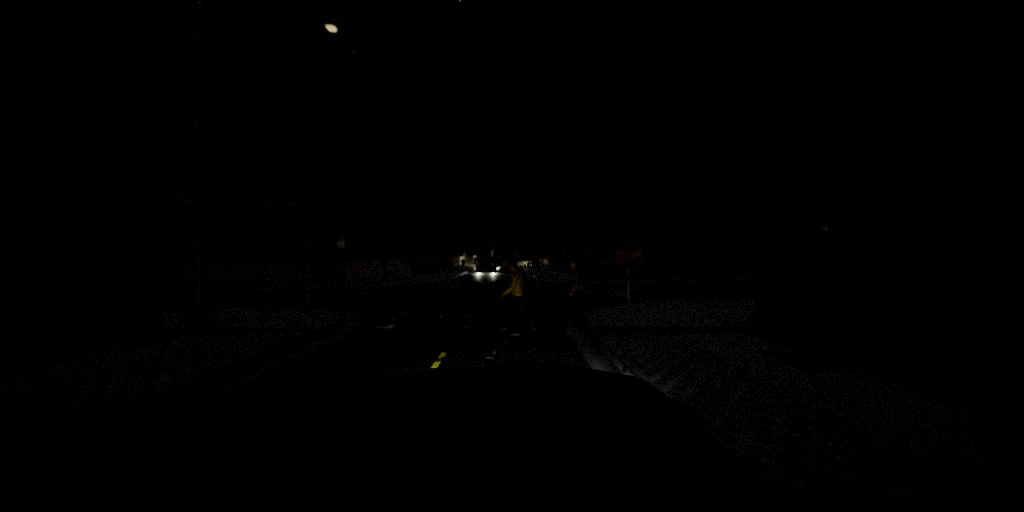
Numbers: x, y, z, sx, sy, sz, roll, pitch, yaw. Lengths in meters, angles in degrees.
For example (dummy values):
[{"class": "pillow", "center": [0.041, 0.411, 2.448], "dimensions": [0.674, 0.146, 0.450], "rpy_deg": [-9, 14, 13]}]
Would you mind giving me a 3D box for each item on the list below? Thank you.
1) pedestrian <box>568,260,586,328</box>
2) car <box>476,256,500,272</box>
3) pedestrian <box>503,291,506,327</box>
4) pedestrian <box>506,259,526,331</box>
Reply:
[{"class": "pedestrian", "center": [1.707, 0.985, 9.612], "dimensions": [0.375, 1.860, 0.375], "rpy_deg": [0, 1, 0]}, {"class": "car", "center": [-2.791, 0.819, 39.615], "dimensions": [2.097, 1.767, 4.553], "rpy_deg": [0, 0, 0]}, {"class": "pedestrian", "center": [0.005, 0.981, 10.216], "dimensions": [0.375, 1.860, 0.375], "rpy_deg": [0, 1, 0]}, {"class": "pedestrian", "center": [0.104, 0.990, 9.017], "dimensions": [0.375, 1.860, 0.375], "rpy_deg": [0, 1, 0]}]
